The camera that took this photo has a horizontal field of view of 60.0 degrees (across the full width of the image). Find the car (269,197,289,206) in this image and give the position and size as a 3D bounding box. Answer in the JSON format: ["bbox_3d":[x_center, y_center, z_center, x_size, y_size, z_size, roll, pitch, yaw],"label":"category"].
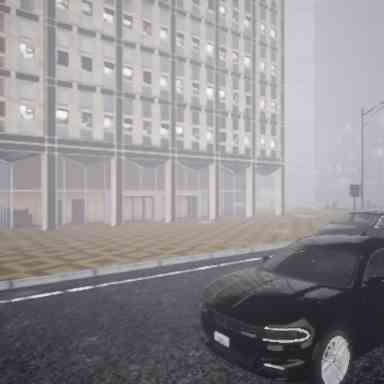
[{"bbox_3d":[16.824,1.695,63.812,2.097,1.767,4.553,0,-1,-8],"label":"car"}]

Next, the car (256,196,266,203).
[{"bbox_3d":[17.027,1.753,83.039,2.097,1.767,4.553,0,-1,-8],"label":"car"}]

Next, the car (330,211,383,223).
[{"bbox_3d":[6.554,1.493,12.481,4.902,1.511,2.128,0,0,-36],"label":"car"}]

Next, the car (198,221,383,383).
[{"bbox_3d":[2.378,1.478,5.417,5.008,1.535,1.882,0,0,-36],"label":"car"}]
